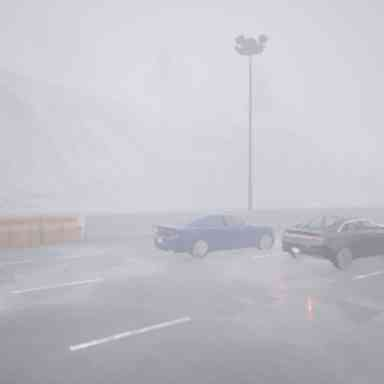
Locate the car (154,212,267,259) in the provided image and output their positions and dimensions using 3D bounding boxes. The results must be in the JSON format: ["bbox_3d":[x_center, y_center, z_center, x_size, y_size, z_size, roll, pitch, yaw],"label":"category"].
[{"bbox_3d":[1.002,1.514,12.751,5.008,1.535,1.882,0,0,-32],"label":"car"}]

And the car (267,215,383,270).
[{"bbox_3d":[5.187,1.541,11.219,4.902,1.511,2.128,0,0,-31],"label":"car"}]

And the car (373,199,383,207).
[{"bbox_3d":[27.404,1.708,44.641,4.902,1.511,2.128,0,0,-18],"label":"car"}]

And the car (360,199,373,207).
[{"bbox_3d":[26.586,1.729,48.040,4.892,1.490,1.837,0,0,-17],"label":"car"}]
